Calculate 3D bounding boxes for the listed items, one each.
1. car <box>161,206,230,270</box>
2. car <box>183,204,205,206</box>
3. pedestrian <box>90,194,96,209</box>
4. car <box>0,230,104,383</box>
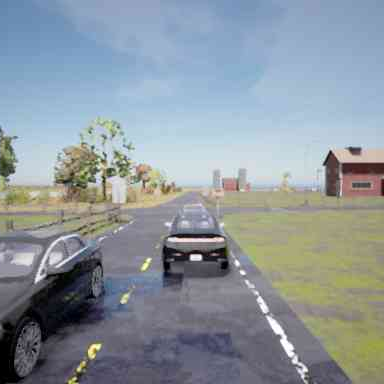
[{"bbox_3d":[0.101,1.414,10.699,2.128,1.511,4.902,0,0,0],"label":"car"},{"bbox_3d":[0.136,1.448,21.836,1.895,1.301,4.718,0,0,1],"label":"car"},{"bbox_3d":[-12.156,1.132,40.709,0.375,1.860,0.375,0,2,0],"label":"pedestrian"},{"bbox_3d":[-2.846,1.452,5.438,2.128,1.511,4.902,0,0,0],"label":"car"}]
